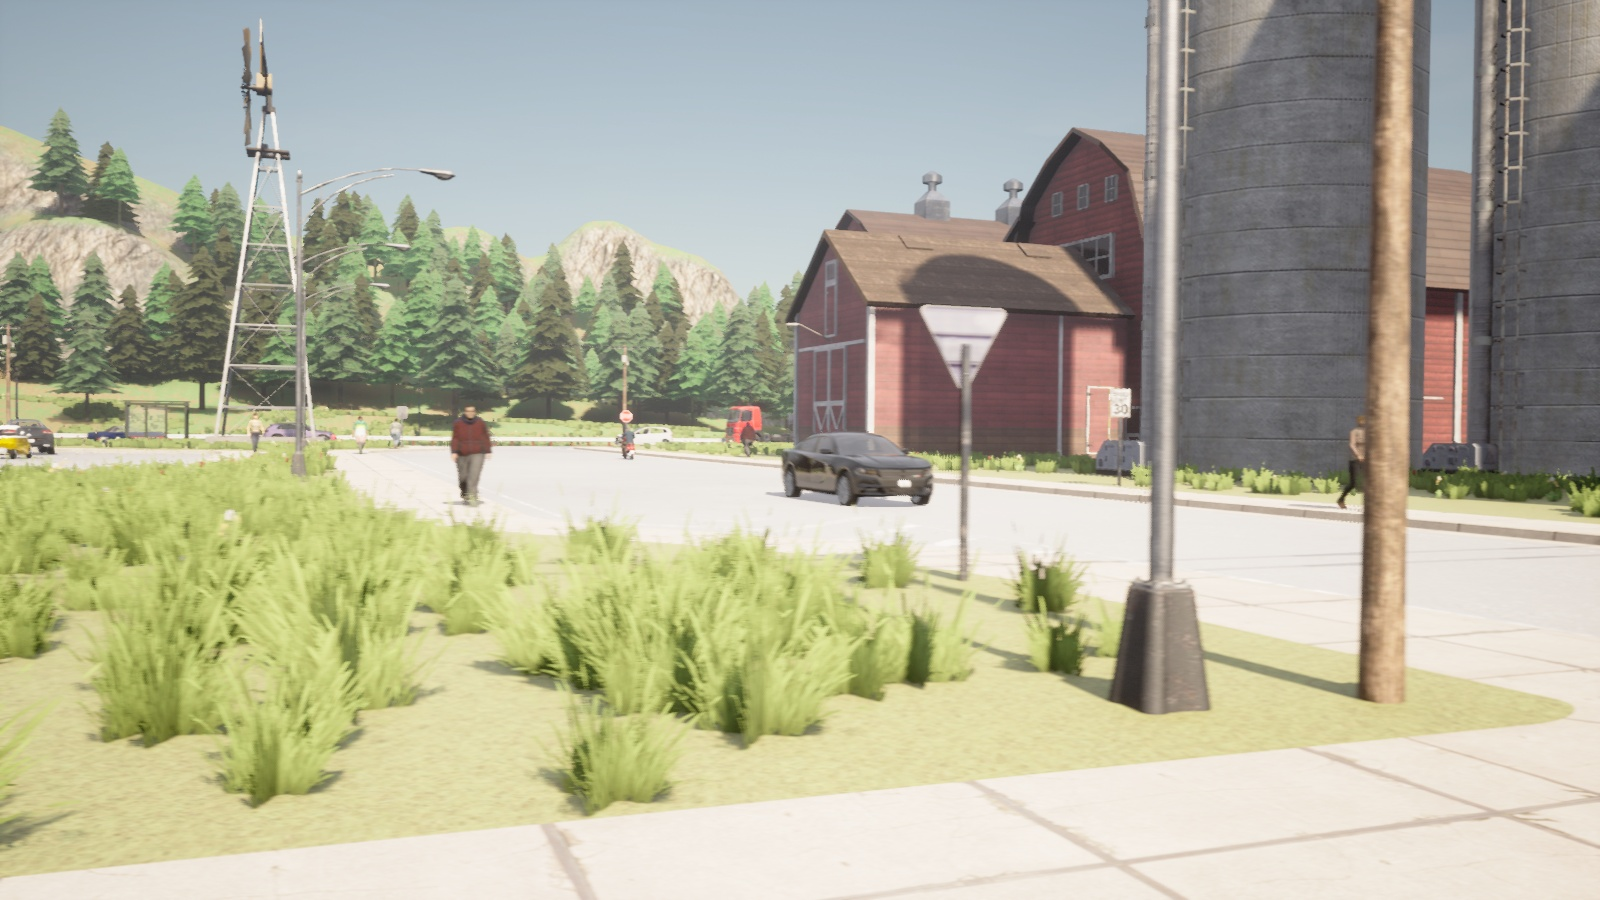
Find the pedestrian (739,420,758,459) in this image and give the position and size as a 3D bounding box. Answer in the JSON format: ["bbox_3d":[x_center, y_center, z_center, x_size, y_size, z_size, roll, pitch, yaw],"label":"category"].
[{"bbox_3d":[-2.498,-0.519,61.123,0.634,1.844,0.899,-1,1,-20],"label":"pedestrian"}]

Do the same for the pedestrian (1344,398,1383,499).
[{"bbox_3d":[10.462,-0.040,23.324,0.331,1.846,0.634,-1,1,-18],"label":"pedestrian"}]

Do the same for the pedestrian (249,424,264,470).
[{"bbox_3d":[-21.755,-0.126,50.257,0.345,1.836,0.594,-1,1,-42],"label":"pedestrian"}]

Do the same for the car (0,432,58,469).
[{"bbox_3d":[-36.452,0.009,59.036,2.152,1.651,5.027,-1,1,-37],"label":"car"}]

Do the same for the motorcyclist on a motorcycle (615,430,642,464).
[{"bbox_3d":[-8.285,-0.149,60.770,0.866,1.590,1.817,-1,1,-22],"label":"motorcyclist on a motorcycle"}]

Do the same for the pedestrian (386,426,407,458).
[{"bbox_3d":[-23.465,-0.483,73.016,0.874,1.855,0.900,-1,1,0],"label":"pedestrian"}]

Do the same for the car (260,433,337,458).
[{"bbox_3d":[-34.640,-0.315,86.910,4.856,1.649,2.033,-1,1,-21],"label":"car"}]

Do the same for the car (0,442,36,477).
[{"bbox_3d":[-32.417,0.366,51.447,1.481,1.376,2.207,-1,1,-21],"label":"car"}]

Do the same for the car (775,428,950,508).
[{"bbox_3d":[1.216,0.319,27.227,1.882,1.535,5.008,-1,1,-22],"label":"car"}]

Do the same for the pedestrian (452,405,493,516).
[{"bbox_3d":[-5.614,0.164,21.497,0.634,1.844,0.899,-1,1,-16],"label":"pedestrian"}]

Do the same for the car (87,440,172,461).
[{"bbox_3d":[-44.402,0.022,83.262,4.718,1.301,1.895,-1,1,-20],"label":"car"}]

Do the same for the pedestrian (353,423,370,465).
[{"bbox_3d":[-20.649,-0.286,59.088,0.659,1.952,0.873,-1,1,-24],"label":"pedestrian"}]
